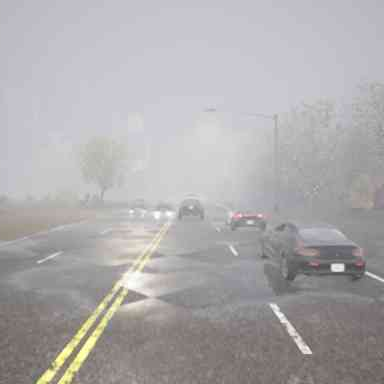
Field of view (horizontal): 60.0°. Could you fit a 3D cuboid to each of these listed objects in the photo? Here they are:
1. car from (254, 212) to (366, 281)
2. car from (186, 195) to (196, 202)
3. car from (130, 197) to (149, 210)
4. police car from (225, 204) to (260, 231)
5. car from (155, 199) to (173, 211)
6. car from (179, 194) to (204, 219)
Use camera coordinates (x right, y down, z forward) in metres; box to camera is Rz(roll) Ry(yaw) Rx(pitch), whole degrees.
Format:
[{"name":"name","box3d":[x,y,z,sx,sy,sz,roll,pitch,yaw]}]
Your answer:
[{"name":"car","box3d":[3.229,1.521,9.684,1.812,1.442,4.674,0,0,0]},{"name":"car","box3d":[-0.182,1.432,74.115,2.033,1.411,5.357,0,0,0]},{"name":"car","box3d":[-6.629,1.479,42.224,1.837,1.490,4.892,0,0,0]},{"name":"police car","box3d":[3.202,1.500,20.688,2.038,1.542,4.974,0,0,0]},{"name":"car","box3d":[-3.387,1.575,40.916,1.895,1.301,4.718,0,0,0]},{"name":"car","box3d":[-0.077,1.340,29.355,2.097,1.767,4.553,0,0,0]}]
